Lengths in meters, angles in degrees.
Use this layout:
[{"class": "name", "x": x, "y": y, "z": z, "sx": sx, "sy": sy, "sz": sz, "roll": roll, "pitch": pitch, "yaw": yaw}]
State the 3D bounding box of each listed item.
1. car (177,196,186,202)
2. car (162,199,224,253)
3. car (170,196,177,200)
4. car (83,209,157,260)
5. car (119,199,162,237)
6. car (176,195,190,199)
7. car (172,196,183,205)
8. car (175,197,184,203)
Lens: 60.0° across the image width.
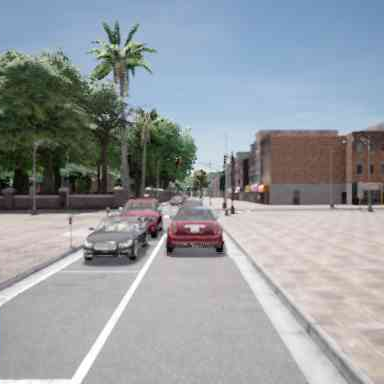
[{"class": "car", "x": -2.627, "y": 1.746, "z": 84.313, "sx": 2.008, "sy": 1.369, "sz": 4.403, "roll": 0, "pitch": 0, "yaw": 0}, {"class": "car", "x": 0.102, "y": 1.343, "z": 13.796, "sx": 2.097, "sy": 1.767, "sz": 4.553, "roll": 0, "pitch": 0, "yaw": 0}, {"class": "car", "x": -2.631, "y": 1.503, "z": 55.871, "sx": 1.967, "sy": 1.590, "sz": 4.097, "roll": 0, "pitch": 0, "yaw": 0}, {"class": "car", "x": -2.636, "y": 1.542, "z": 12.258, "sx": 2.008, "sy": 1.369, "sz": 4.403, "roll": 0, "pitch": 0, "yaw": 0}, {"class": "car", "x": -2.636, "y": 1.306, "z": 17.722, "sx": 2.192, "sy": 1.841, "sz": 5.009, "roll": 0, "pitch": 0, "yaw": 0}, {"class": "car", "x": 0.079, "y": 1.346, "z": 24.571, "sx": 2.097, "sy": 1.767, "sz": 4.553, "roll": 0, "pitch": 0, "yaw": 0}, {"class": "car", "x": -2.629, "y": 1.525, "z": 61.559, "sx": 1.967, "sy": 1.590, "sz": 4.097, "roll": 0, "pitch": 0, "yaw": 0}, {"class": "car", "x": -2.628, "y": 1.717, "z": 72.936, "sx": 1.802, "sy": 1.307, "sz": 4.206, "roll": 0, "pitch": 0, "yaw": 0}]
